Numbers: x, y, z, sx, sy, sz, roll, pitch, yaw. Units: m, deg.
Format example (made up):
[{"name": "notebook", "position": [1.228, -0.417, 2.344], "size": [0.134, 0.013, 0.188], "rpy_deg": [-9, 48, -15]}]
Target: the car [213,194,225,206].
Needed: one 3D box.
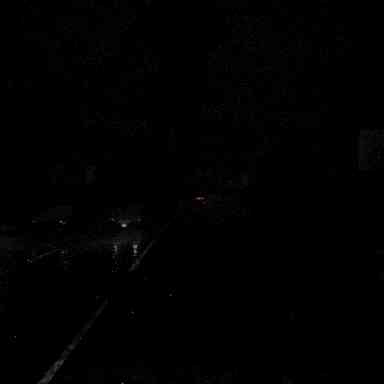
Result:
[{"name": "car", "position": [4.442, 1.486, 53.888], "size": [2.033, 1.411, 5.357], "rpy_deg": [0, 0, 3]}]

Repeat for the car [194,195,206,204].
[{"name": "car", "position": [1.617, 1.418, 64.376], "size": [2.128, 1.511, 4.902], "rpy_deg": [0, 0, 4]}]

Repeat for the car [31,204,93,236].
[{"name": "car", "position": [-7.018, 1.456, 18.438], "size": [1.882, 1.535, 5.008], "rpy_deg": [0, 0, 1]}]

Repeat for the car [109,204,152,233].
[{"name": "car", "position": [-3.503, 1.469, 19.735], "size": [2.128, 1.511, 4.902], "rpy_deg": [0, 0, 1]}]

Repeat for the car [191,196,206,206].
[{"name": "car", "position": [0.947, 1.539, 54.072], "size": [1.895, 1.301, 4.718], "rpy_deg": [0, 0, 3]}]

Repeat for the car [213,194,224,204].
[{"name": "car", "position": [5.134, 1.279, 64.481], "size": [2.097, 1.767, 4.553], "rpy_deg": [0, 0, 4]}]
